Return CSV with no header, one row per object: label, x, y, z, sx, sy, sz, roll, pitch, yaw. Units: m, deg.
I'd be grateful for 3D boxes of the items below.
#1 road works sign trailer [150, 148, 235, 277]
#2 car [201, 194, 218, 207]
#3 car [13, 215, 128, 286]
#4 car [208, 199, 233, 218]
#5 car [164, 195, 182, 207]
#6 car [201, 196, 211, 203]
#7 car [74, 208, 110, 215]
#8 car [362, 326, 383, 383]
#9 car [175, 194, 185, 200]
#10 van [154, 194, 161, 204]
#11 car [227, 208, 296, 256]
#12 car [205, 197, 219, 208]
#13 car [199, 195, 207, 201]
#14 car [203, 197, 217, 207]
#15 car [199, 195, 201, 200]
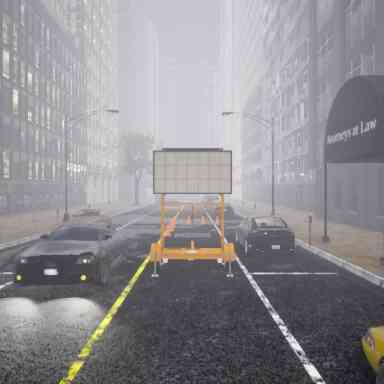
road works sign trailer,0.019,0.463,10.228,2.380,3.560,2.880,0,0,0
car,2.785,1.299,47.124,2.192,1.841,5.009,0,0,0
car,-3.083,1.562,9.263,1.994,1.385,4.181,0,0,0
car,2.749,1.559,30.030,1.947,1.339,4.313,0,0,0
car,-2.986,1.544,51.012,1.994,1.385,4.181,0,0,0
car,2.836,1.508,69.917,1.887,1.381,4.507,0,0,0
car,-5.656,1.579,18.658,1.802,1.307,4.206,0,0,0
car,2.687,1.525,1.711,1.752,1.417,4.829,0,0,0
car,-2.815,1.448,85.835,1.837,1.490,4.892,0,0,0
van,-5.571,1.315,58.544,1.690,1.788,3.998,0,0,0
car,2.712,1.549,12.935,2.008,1.369,4.403,0,0,0
car,2.762,1.535,35.728,1.887,1.381,4.507,0,0,0
car,2.874,1.466,87.183,1.752,1.417,4.829,0,0,0
car,2.799,1.524,52.822,1.887,1.381,4.507,0,0,0
car,2.810,1.289,58.521,2.192,1.841,5.009,0,0,0
